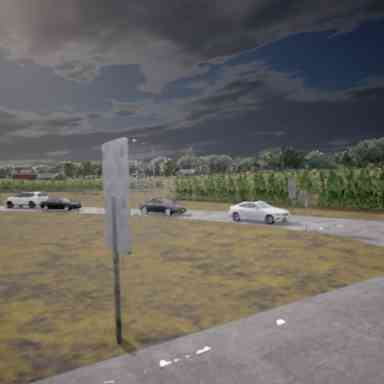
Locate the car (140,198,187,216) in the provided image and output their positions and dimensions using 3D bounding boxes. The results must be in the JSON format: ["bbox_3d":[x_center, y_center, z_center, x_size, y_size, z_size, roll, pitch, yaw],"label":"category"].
[{"bbox_3d":[-2.665,1.322,30.376,4.892,1.490,1.837,0,2,38],"label":"car"}]

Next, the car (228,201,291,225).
[{"bbox_3d":[4.633,1.363,23.333,1.812,1.442,4.674,-3,2,-42],"label":"car"}]

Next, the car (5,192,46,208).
[{"bbox_3d":[-21.334,1.011,43.014,5.566,2.045,2.150,0,2,15],"label":"car"}]

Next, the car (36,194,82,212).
[{"bbox_3d":[-14.797,1.339,37.666,5.008,1.535,1.882,0,2,23],"label":"car"}]

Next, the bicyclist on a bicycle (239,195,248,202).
[{"bbox_3d":[4.980,1.072,31.970,0.582,1.620,1.656,1,1,43],"label":"bicyclist on a bicycle"}]
